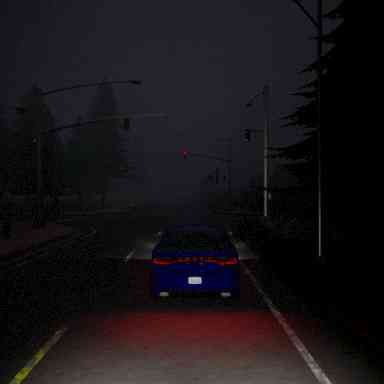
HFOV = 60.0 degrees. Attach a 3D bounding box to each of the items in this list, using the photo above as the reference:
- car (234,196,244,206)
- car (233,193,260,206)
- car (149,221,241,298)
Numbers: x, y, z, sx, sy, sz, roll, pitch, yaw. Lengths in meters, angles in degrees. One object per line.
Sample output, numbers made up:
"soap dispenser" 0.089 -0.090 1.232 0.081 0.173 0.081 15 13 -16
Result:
"car" 8.958 1.144 49.548 4.605 1.855 1.932 0 0 0
"car" 8.549 1.146 52.059 3.866 1.878 1.905 0 0 0
"car" 0.079 1.478 8.597 1.882 1.535 5.008 0 0 1
